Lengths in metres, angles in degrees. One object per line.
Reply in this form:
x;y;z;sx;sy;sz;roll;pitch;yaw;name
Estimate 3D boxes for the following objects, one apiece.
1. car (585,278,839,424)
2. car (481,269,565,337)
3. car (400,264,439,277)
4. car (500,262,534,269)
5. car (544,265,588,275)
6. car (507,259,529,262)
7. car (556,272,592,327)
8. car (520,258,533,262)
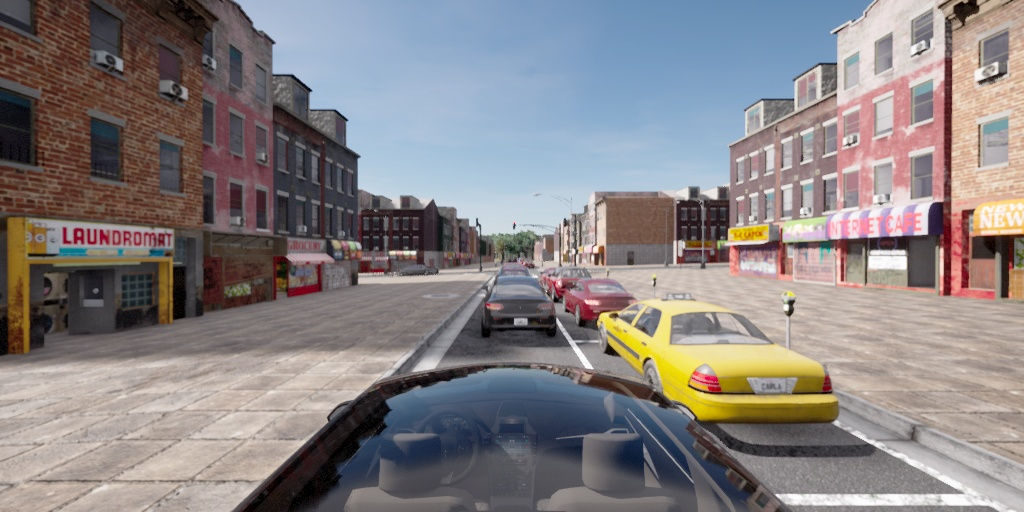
2.641;1.274;5.943;1.751;1.417;4.829;0;0;0;car
0.117;1.275;10.148;1.812;1.442;4.674;0;0;-2;car
-10.256;1.625;39.715;4.181;1.385;1.994;-2;0;-1;car
0.104;1.245;17.579;2.128;1.511;4.902;0;0;0;car
2.652;1.192;16.706;1.967;1.591;4.097;0;0;0;car
0.091;1.243;27.139;1.882;1.535;5.008;0;0;0;car
2.646;1.332;11.240;1.802;1.307;4.207;0;0;0;car
2.697;1.305;59.513;1.967;1.591;4.097;0;0;0;car
